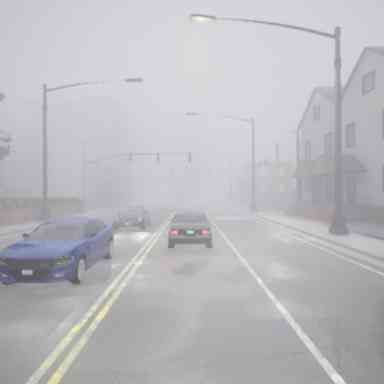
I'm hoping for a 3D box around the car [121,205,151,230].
[{"bbox_3d":[-3.717,1.578,21.368,1.812,1.442,4.674,0,0,-1],"label":"car"}]

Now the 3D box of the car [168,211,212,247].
[{"bbox_3d":[-0.085,1.579,15.073,2.033,1.411,5.357,0,0,0],"label":"car"}]

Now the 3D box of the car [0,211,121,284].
[{"bbox_3d":[-3.659,1.508,9.857,1.882,1.535,5.008,0,0,0],"label":"car"}]
